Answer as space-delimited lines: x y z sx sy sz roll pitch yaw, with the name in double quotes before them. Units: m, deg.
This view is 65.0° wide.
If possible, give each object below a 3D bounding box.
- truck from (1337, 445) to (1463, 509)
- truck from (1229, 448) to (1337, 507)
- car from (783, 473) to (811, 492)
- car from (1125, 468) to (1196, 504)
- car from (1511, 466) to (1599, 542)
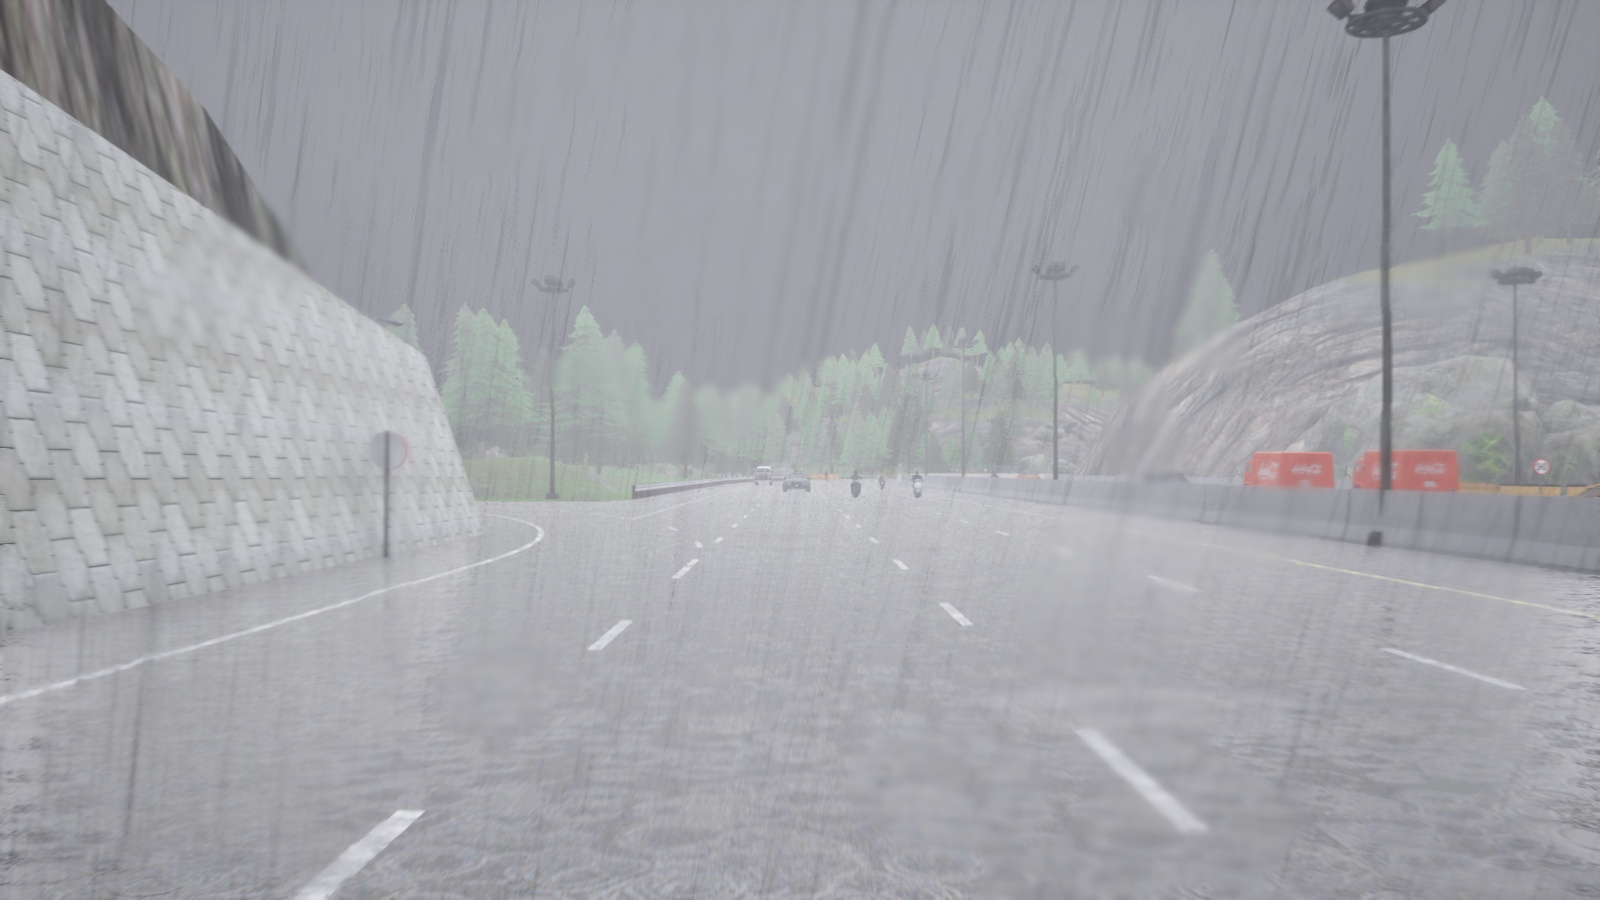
"truck" 24.373 1.089 51.312 2.627 2.467 5.204 0 -1 0
"truck" 20.865 1.161 54.525 2.627 2.467 5.204 0 -1 0
"car" -0.230 2.461 94.726 1.994 1.385 4.181 0 -1 0
"car" 17.352 1.689 60.639 2.033 1.649 4.856 0 -1 0
"car" 17.435 1.127 26.507 1.801 1.575 5.366 0 -1 0
